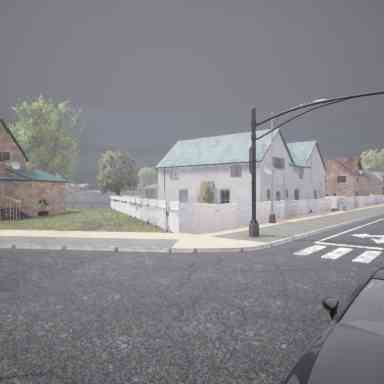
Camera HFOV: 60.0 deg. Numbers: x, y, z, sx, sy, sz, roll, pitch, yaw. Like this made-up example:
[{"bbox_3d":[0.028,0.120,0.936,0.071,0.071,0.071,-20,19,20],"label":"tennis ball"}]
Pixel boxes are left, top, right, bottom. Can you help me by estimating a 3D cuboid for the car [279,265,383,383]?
[{"bbox_3d":[2.506,1.524,3.367,1.812,1.442,4.674,0,0,41],"label":"car"}]
